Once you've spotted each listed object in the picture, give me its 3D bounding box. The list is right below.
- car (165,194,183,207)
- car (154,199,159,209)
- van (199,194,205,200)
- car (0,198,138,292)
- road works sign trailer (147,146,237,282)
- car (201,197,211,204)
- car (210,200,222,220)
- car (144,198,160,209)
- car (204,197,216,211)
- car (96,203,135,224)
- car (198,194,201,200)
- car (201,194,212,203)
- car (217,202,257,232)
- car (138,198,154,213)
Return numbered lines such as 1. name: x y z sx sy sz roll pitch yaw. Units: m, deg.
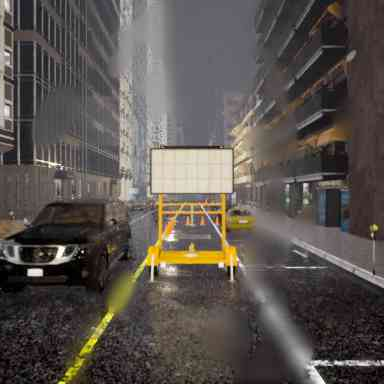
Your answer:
1. car: -2.989 1.348 53.135 2.150 2.045 5.566 0 0 0
2. car: -5.681 1.453 42.242 1.967 1.590 4.097 0 0 0
3. van: 2.710 1.402 93.077 1.690 1.788 3.998 0 0 0
4. car: -3.086 1.222 9.269 2.150 2.045 5.566 0 0 0
5. road works sign trailer: 0.002 0.465 9.708 2.380 3.560 2.880 0 0 0
6. car: 2.704 1.611 64.834 1.802 1.307 4.206 0 0 0
7. car: 2.697 1.570 25.294 1.947 1.339 4.313 0 0 0
8. car: -5.679 1.542 47.720 1.752 1.417 4.829 0 0 0
9. car: 2.699 1.560 36.592 2.008 1.369 4.403 0 0 0
10. car: -5.684 1.570 25.296 1.947 1.339 4.313 0 0 0
11. car: 2.704 1.340 59.186 2.192 1.841 5.009 0 0 0
12. car: 2.701 1.457 47.888 1.967 1.590 4.097 0 0 0
13. car: 2.696 1.527 19.815 1.752 1.417 4.829 0 0 0
14. car: -5.681 1.560 36.592 2.008 1.369 4.403 0 0 0
